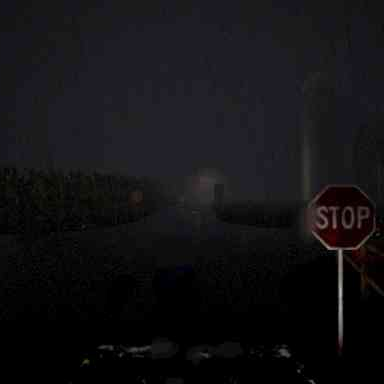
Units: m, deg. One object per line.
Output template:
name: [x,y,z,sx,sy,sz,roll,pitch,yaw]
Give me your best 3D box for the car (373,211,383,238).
car: [10.423,1.414,14.832,4.892,1.490,1.837,0,-1,-2]
